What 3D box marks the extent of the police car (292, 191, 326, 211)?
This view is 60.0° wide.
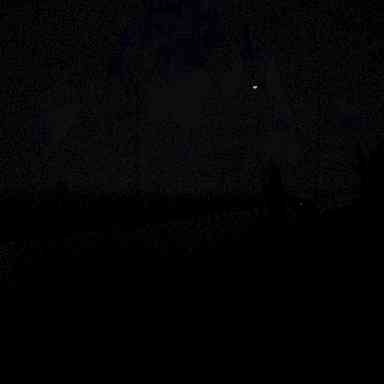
[{"bbox_3d":[10.505,0.758,29.567,1.930,1.638,5.238,2,2,34],"label":"police car"}]
